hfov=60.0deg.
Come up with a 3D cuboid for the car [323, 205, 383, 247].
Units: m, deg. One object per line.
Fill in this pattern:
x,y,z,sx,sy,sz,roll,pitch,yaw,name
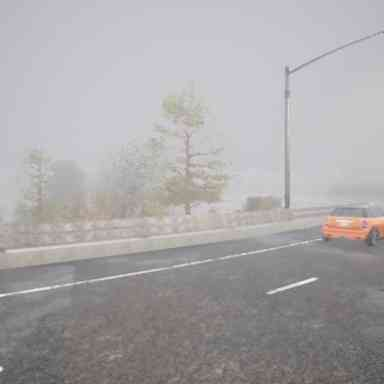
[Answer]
7.980,1.381,15.496,4.553,1.767,2.097,0,0,-43,car
